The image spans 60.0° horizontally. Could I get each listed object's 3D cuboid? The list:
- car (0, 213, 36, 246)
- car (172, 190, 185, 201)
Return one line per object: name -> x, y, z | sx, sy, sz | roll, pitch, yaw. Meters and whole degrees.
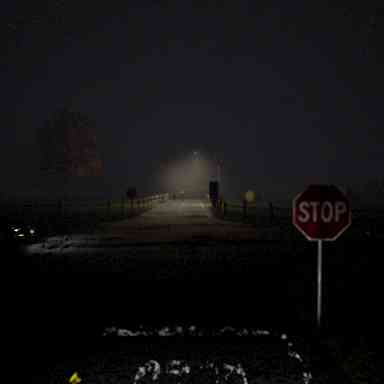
car -> -9.236, 1.427, 14.134 | 4.892, 1.490, 1.837 | 0, 1, -1
car -> -2.681, 0.721, 66.292 | 2.150, 2.045, 5.566 | 0, 0, 0
